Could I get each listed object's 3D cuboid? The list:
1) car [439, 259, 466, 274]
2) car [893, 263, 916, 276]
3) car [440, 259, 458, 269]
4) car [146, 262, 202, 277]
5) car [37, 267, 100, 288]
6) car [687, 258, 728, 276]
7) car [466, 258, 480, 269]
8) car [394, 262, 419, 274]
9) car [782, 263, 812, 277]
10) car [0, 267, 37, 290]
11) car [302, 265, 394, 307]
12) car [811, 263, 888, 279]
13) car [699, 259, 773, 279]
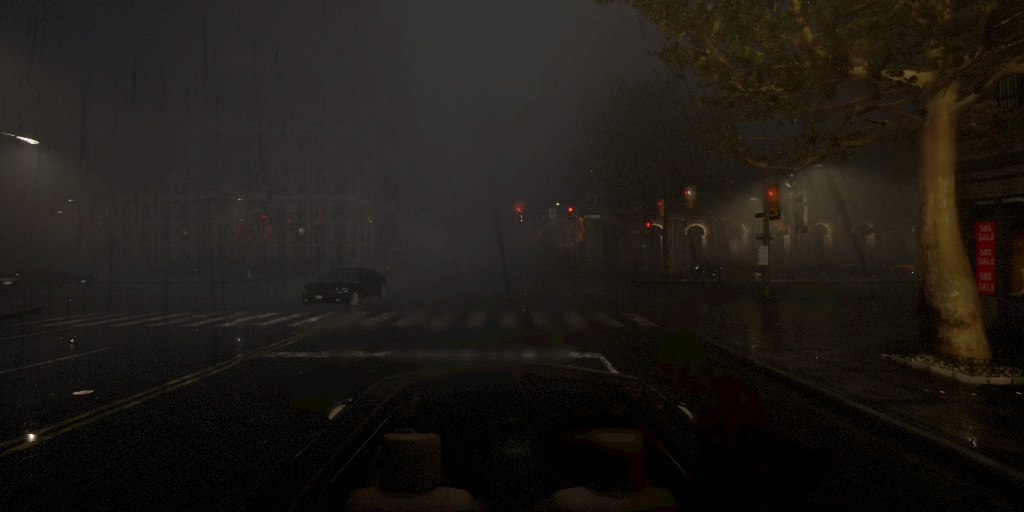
[{"bbox_3d":[-6.975,1.298,41.417,2.033,1.411,5.357,0,0,0],"label":"car"},{"bbox_3d":[39.861,1.228,34.556,5.008,1.535,1.882,0,0,1],"label":"car"},{"bbox_3d":[-10.395,1.297,59.942,2.033,1.411,5.357,0,0,0],"label":"car"},{"bbox_3d":[-33.142,1.314,35.231,4.181,1.385,1.994,0,0,0],"label":"car"},{"bbox_3d":[-30.276,1.351,23.508,4.718,1.301,1.895,0,0,1],"label":"car"},{"bbox_3d":[19.458,1.102,34.754,4.553,1.767,2.097,0,0,0],"label":"car"},{"bbox_3d":[-6.902,1.241,57.908,2.128,1.511,4.902,0,0,0],"label":"car"},{"bbox_3d":[-12.717,1.351,40.079,1.895,1.301,4.718,0,0,30],"label":"car"},{"bbox_3d":[29.398,1.351,34.662,4.718,1.301,1.895,0,0,1],"label":"car"},{"bbox_3d":[-30.498,1.242,20.012,4.902,1.511,2.128,0,0,1],"label":"car"},{"bbox_3d":[-7.048,1.227,15.598,1.882,1.535,5.008,0,0,0],"label":"car"},{"bbox_3d":[29.384,1.351,31.162,4.718,1.301,1.895,0,0,1],"label":"car"},{"bbox_3d":[19.437,1.255,31.252,4.892,1.490,1.837,0,0,1],"label":"car"}]
